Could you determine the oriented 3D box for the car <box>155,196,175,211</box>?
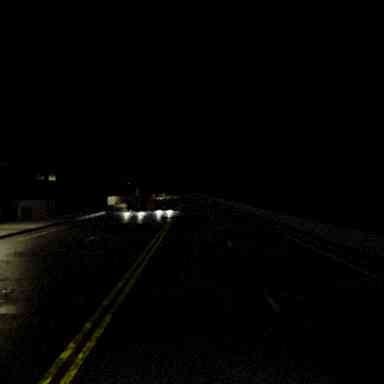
[{"bbox_3d":[-3.329,1.556,40.914,1.994,1.385,4.181,0,0,0],"label":"car"}]

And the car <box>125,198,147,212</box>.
[{"bbox_3d":[-6.583,1.469,39.441,1.882,1.535,5.008,0,0,0],"label":"car"}]
